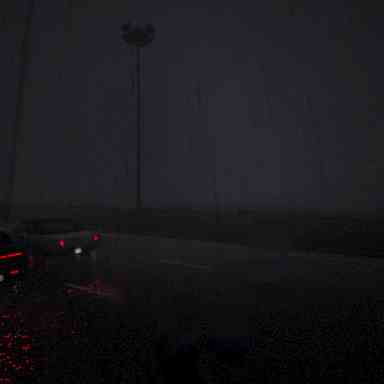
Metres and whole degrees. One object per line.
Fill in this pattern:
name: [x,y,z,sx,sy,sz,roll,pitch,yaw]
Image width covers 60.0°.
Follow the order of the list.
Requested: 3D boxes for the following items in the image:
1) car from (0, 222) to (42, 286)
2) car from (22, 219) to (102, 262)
car: [-6.014,1.549,8.283,4.892,1.490,1.837,0,0,36]
car: [-5.554,1.652,12.251,4.718,1.301,1.895,0,0,35]
